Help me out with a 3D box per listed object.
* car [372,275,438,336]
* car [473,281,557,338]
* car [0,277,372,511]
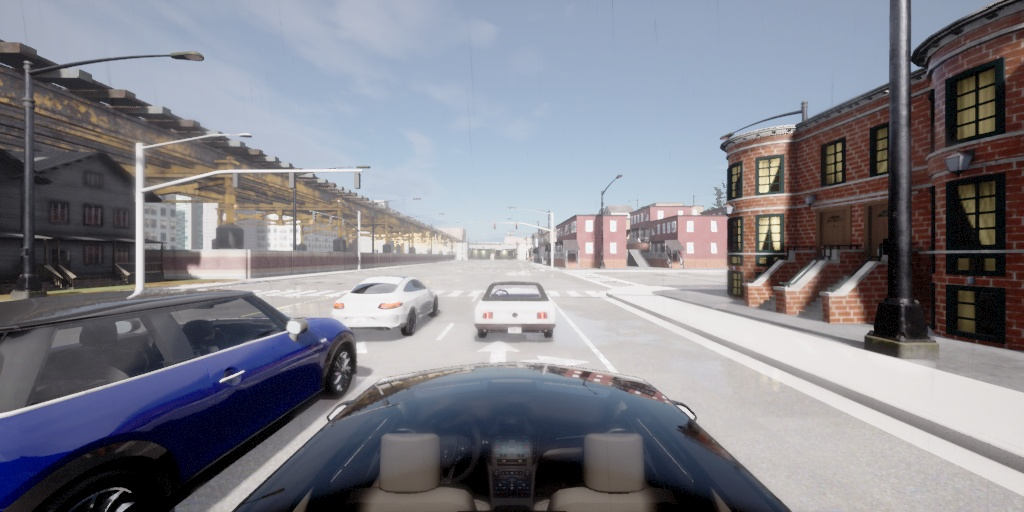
[{"bbox_3d":[-3.395,1.276,10.271,1.812,1.442,4.674,0,0,0],"label":"car"},{"bbox_3d":[0.108,1.351,10.163,1.895,1.301,4.718,0,0,1],"label":"car"},{"bbox_3d":[-3.398,1.102,3.628,2.097,1.767,4.553,0,0,0],"label":"car"}]
